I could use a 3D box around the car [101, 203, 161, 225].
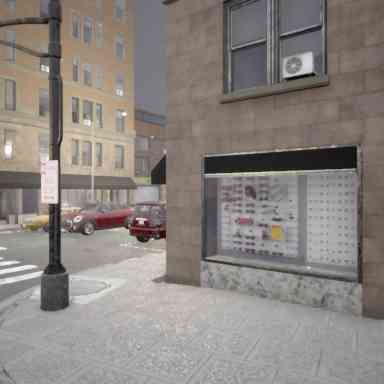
[{"bbox_3d":[-4.425,1.548,24.850,1.947,1.339,4.313,0,0,35],"label":"car"}]

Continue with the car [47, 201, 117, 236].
[{"bbox_3d":[-5.317,1.344,18.744,2.097,1.767,4.553,0,0,35],"label":"car"}]

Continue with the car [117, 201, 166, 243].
[{"bbox_3d":[-0.676,1.305,15.314,2.192,1.841,5.009,0,0,35],"label":"car"}]

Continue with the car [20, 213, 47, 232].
[{"bbox_3d":[-7.754,1.519,20.070,1.752,1.417,4.829,0,0,35],"label":"car"}]
